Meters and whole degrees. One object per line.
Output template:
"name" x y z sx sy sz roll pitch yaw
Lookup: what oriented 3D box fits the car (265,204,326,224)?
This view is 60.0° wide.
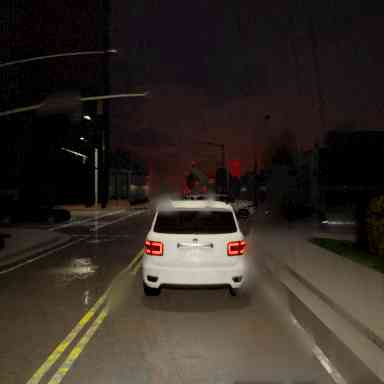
"car" 7.496 1.562 24.180 4.181 1.385 1.994 0 0 0

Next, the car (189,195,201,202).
"car" 0.834 1.465 78.649 1.882 1.535 5.008 0 0 12

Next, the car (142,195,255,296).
"car" 0.079 1.221 8.778 2.150 2.045 5.566 0 0 0

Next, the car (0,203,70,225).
"car" -11.408 1.538 24.046 5.008 1.535 1.882 0 0 0

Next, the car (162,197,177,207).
"car" -3.533 1.564 52.921 1.994 1.385 4.181 0 0 0
